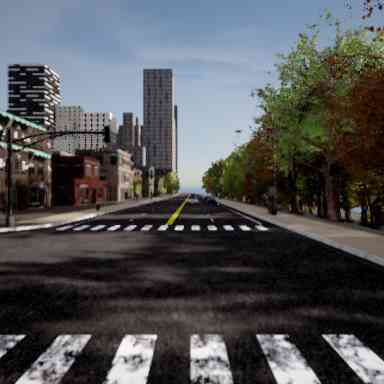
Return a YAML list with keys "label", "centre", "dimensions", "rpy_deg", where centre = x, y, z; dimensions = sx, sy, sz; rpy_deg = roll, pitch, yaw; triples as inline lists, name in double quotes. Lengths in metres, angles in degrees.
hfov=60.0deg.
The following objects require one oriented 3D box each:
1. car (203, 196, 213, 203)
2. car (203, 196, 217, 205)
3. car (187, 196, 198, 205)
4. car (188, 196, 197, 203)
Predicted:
- label: "car"
  centre: [3.259, 1.523, 69.341]
  dimensions: [1.837, 1.490, 4.892]
  rpy_deg: [0, 0, 0]
- label: "car"
  centre: [3.353, 1.568, 58.846]
  dimensions: [2.033, 1.411, 5.357]
  rpy_deg: [0, 0, 0]
- label: "car"
  centre: [0.106, 1.622, 60.369]
  dimensions: [1.895, 1.301, 4.718]
  rpy_deg: [0, 0, 0]
- label: "car"
  centre: [0.007, 1.523, 70.408]
  dimensions: [1.837, 1.490, 4.892]
  rpy_deg: [0, 0, 0]
